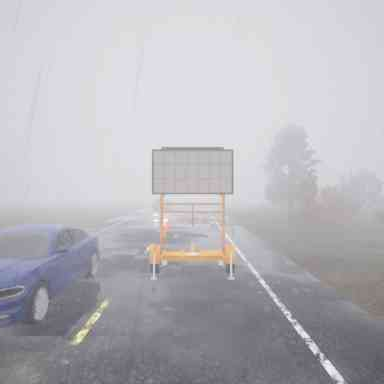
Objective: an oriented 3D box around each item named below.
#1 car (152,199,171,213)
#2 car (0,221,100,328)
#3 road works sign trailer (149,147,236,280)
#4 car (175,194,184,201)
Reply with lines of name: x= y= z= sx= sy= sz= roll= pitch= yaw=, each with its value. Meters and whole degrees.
car: x=-3.426 y=1.515 z=37.772 sx=2.128 sy=1.511 sz=4.902 roll=0 pitch=0 yaw=0
car: x=-3.486 y=1.479 z=7.268 sx=1.882 sy=1.535 sz=5.008 roll=0 pitch=0 yaw=0
road works sign trailer: x=0.019 y=0.467 z=9.945 sx=2.380 sy=3.560 sz=2.880 roll=0 pitch=0 yaw=0
car: x=-3.323 y=1.443 z=89.606 sx=2.097 sy=1.767 sz=4.553 roll=0 pitch=0 yaw=0
